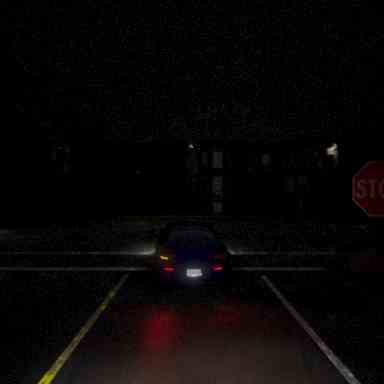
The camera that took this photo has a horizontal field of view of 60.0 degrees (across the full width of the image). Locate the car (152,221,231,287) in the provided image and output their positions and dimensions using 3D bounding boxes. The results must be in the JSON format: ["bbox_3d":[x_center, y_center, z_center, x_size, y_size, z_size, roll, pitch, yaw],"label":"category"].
[{"bbox_3d":[-0.093,1.519,9.243,1.812,1.442,4.674,0,0,-3],"label":"car"}]
